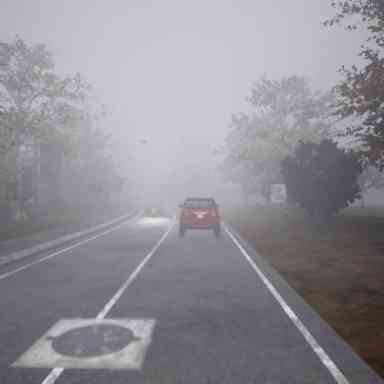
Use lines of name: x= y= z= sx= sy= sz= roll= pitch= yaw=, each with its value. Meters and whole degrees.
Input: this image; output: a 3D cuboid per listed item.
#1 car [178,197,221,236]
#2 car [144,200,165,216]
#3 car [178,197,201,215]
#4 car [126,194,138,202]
car: x=0.394 y=1.289 z=19.094 sx=2.150 sy=2.045 sz=5.566 roll=0 pitch=0 yaw=0
car: x=-3.781 y=1.590 z=33.772 sx=2.128 sy=1.511 sz=4.902 roll=1 pitch=0 yaw=-5
car: x=-0.328 y=1.493 z=36.553 sx=2.097 sy=1.767 sz=4.553 roll=1 pitch=0 yaw=-5
car: x=-13.497 y=1.338 z=74.431 sx=2.097 sy=1.767 sz=4.553 roll=2 pitch=-1 yaw=-21
